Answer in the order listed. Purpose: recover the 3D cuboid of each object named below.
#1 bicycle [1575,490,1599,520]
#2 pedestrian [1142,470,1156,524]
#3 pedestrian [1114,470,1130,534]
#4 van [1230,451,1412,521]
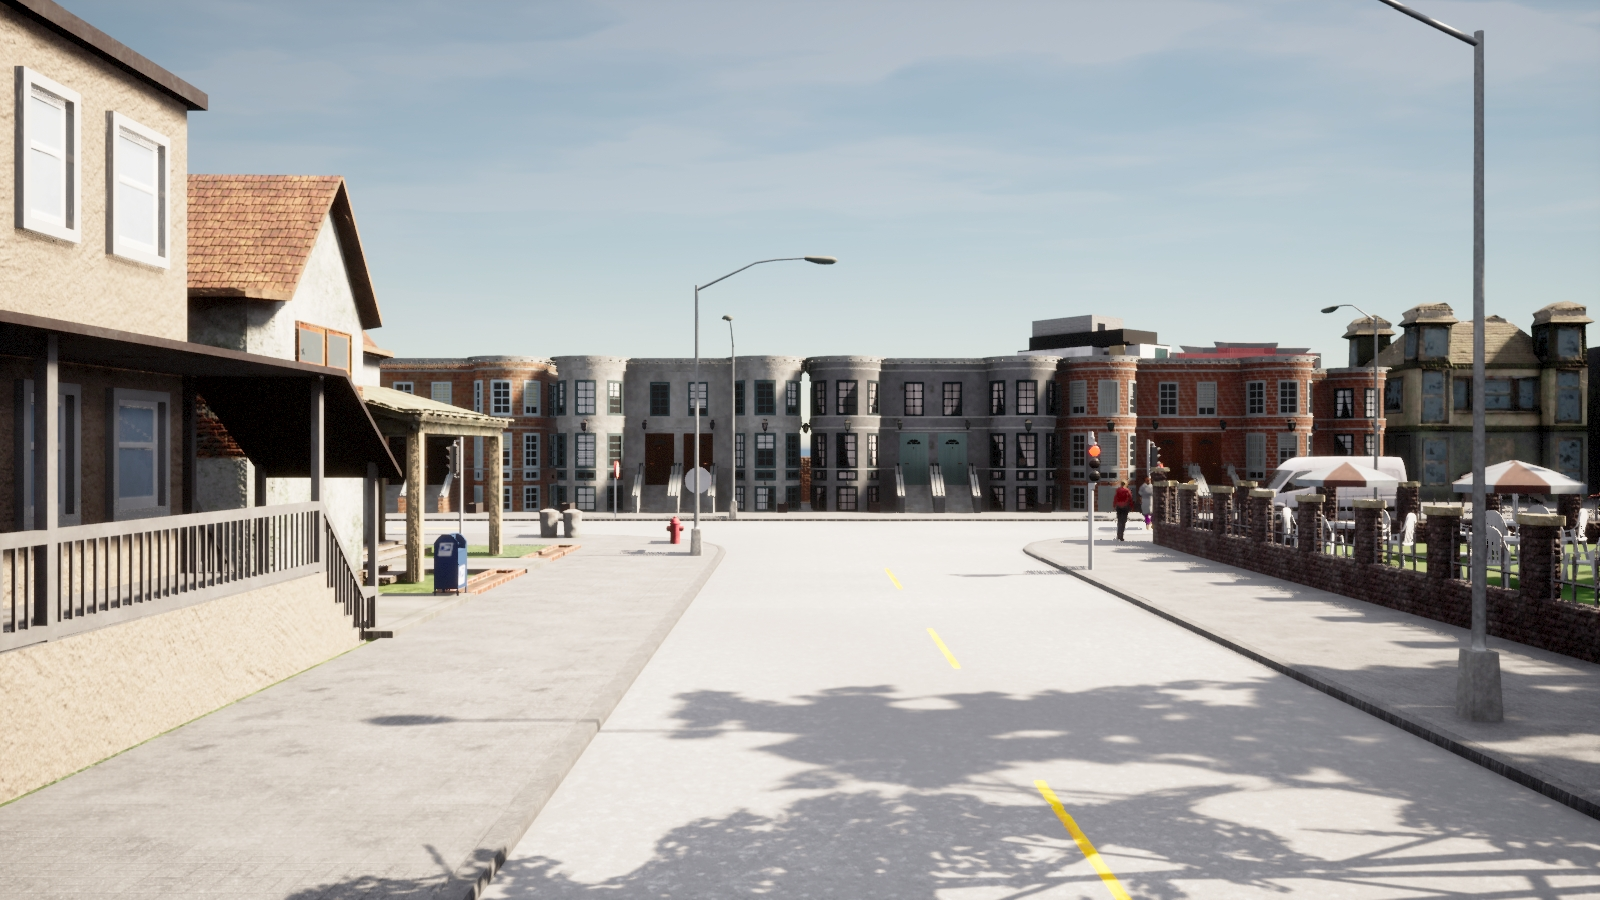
[{"bbox_3d":[30.000,2.036,42.716,1.487,1.080,0.859,0,0,0],"label":"bicycle"},{"bbox_3d":[12.167,1.629,39.843,0.375,1.860,0.375,0,0,6],"label":"pedestrian"},{"bbox_3d":[9.401,1.516,33.370,0.375,1.860,0.375,0,0,29],"label":"pedestrian"},{"bbox_3d":[19.419,1.314,42.744,5.915,2.561,1.988,0,0,0],"label":"van"}]
